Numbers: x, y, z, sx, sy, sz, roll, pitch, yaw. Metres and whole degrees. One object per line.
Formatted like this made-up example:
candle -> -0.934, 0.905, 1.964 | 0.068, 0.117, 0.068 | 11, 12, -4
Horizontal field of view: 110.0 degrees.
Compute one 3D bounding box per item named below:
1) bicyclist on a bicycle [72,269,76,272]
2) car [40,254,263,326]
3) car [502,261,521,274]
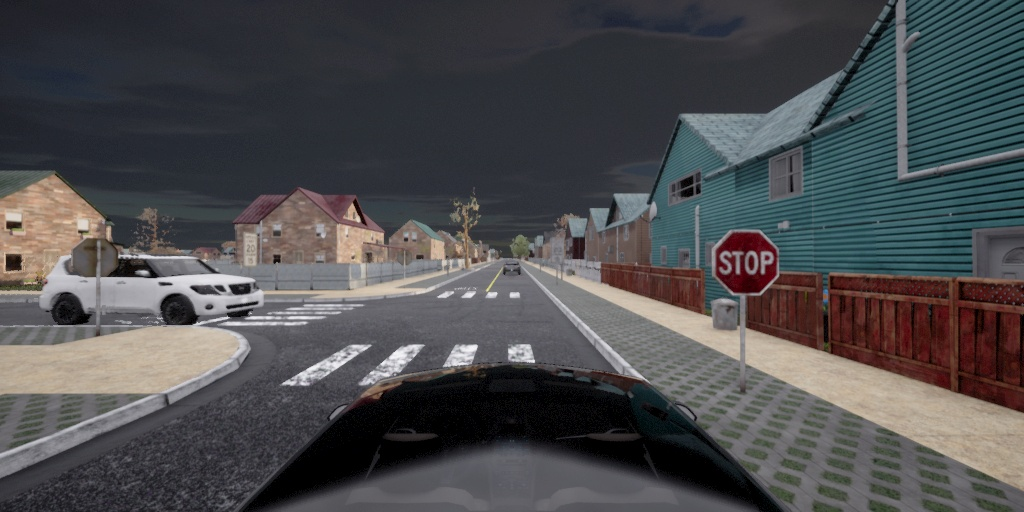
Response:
bicyclist on a bicycle -> -20.257, 1.096, 16.822 | 0.582, 1.620, 1.656 | 0, 0, -1
car -> -10.627, 0.953, 10.772 | 5.566, 2.045, 2.150 | 0, -1, 4
car -> -0.016, 1.251, 40.375 | 2.128, 1.511, 4.902 | 0, 0, 0
